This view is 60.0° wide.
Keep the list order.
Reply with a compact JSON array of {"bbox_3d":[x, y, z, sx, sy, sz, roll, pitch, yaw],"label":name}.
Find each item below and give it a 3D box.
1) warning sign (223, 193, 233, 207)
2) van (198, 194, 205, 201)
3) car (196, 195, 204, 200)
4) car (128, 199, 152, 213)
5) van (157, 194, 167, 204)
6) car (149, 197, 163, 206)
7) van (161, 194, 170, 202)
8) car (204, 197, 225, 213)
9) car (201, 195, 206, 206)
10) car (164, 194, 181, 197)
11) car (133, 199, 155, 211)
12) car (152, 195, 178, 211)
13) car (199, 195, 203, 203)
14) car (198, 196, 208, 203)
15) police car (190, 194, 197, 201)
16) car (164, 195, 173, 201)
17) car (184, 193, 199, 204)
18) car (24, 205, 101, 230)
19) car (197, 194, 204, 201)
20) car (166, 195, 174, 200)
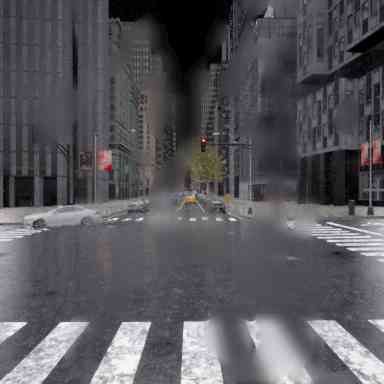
[{"bbox_3d":[4.921,1.123,45.420,1.300,1.860,1.060,0,0,0],"label":"warning sign"},{"bbox_3d":[2.374,1.373,83.691,1.690,1.788,3.998,0,0,0],"label":"van"},{"bbox_3d":[2.308,1.593,94.268,2.008,1.369,4.403,0,0,0],"label":"car"},{"bbox_3d":[-5.855,1.556,36.280,2.008,1.369,4.403,0,0,0],"label":"car"},{"bbox_3d":[-6.045,1.360,66.670,1.690,1.788,3.998,0,0,0],"label":"van"},{"bbox_3d":[-5.977,1.578,55.844,1.947,1.339,4.313,0,0,0],"label":"car"},{"bbox_3d":[-6.113,1.368,77.497,1.690,1.788,3.998,0,0,0],"label":"van"},{"bbox_3d":[2.670,1.556,36.330,2.008,1.369,4.403,0,0,0],"label":"car"},{"bbox_3d":[2.602,1.553,47.219,1.887,1.381,4.507,0,0,0],"label":"car"},{"bbox_3d":[-3.299,1.559,54.518,2.033,1.411,5.357,0,0,0],"label":"car"},{"bbox_3d":[-5.886,1.557,41.272,2.008,1.369,4.403,0,0,0],"label":"car"},{"bbox_3d":[-3.214,1.499,40.083,2.128,1.511,4.902,0,0,0],"label":"car"},{"bbox_3d":[2.568,1.562,52.663,2.008,1.369,4.403,0,0,0],"label":"car"},{"bbox_3d":[2.440,1.589,73.113,1.947,1.339,4.313,0,0,0],"label":"car"},{"bbox_3d":[0.471,1.463,90.505,1.930,1.638,5.238,0,0,0],"label":"police car"},{"bbox_3d":[-6.180,1.587,88.323,2.008,1.369,4.403,0,0,0],"label":"car"},{"bbox_3d":[-0.166,1.495,64.359,1.882,1.535,5.008,0,0,-1],"label":"car"},{"bbox_3d":[-8.316,1.582,21.603,4.674,1.442,1.812,-2,1,-29],"label":"car"},{"bbox_3d":[2.506,1.567,62.535,2.008,1.369,4.403,0,0,0],"label":"car"},{"bbox_3d":[-6.213,1.624,93.735,1.802,1.307,4.206,0,0,0],"label":"car"}]
